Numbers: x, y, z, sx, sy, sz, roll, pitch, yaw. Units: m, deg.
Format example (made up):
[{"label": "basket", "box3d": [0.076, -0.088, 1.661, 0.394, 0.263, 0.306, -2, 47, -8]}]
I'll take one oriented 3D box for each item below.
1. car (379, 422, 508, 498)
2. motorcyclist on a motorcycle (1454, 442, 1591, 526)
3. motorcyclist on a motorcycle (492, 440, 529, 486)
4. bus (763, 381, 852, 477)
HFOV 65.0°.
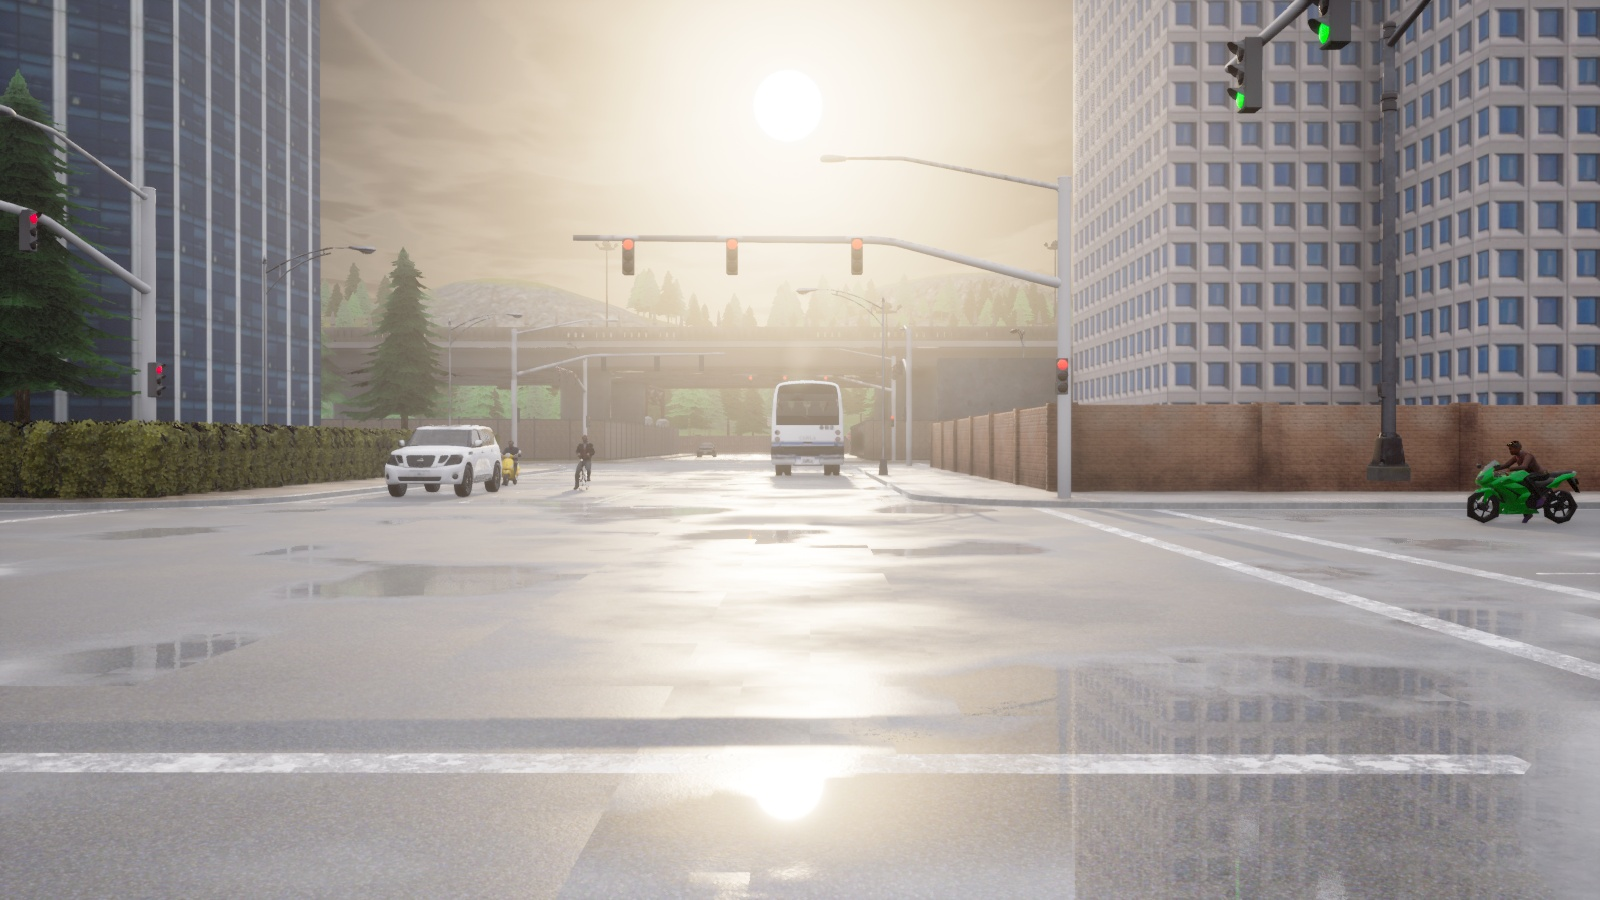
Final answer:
[{"label": "car", "box3d": [-10.274, 0.250, 36.693, 2.150, 2.045, 5.566, 0, 0, 0]}, {"label": "motorcyclist on a motorcycle", "box3d": [13.195, 0.610, 22.974, 2.044, 1.523, 0.797, 0, 0, 1]}, {"label": "motorcyclist on a motorcycle", "box3d": [-10.227, 0.441, 44.414, 0.866, 1.590, 1.817, 0, 0, 0]}, {"label": "bus", "box3d": [0.368, -0.972, 60.677, 3.944, 4.253, 10.273, 0, 0, 0]}]
